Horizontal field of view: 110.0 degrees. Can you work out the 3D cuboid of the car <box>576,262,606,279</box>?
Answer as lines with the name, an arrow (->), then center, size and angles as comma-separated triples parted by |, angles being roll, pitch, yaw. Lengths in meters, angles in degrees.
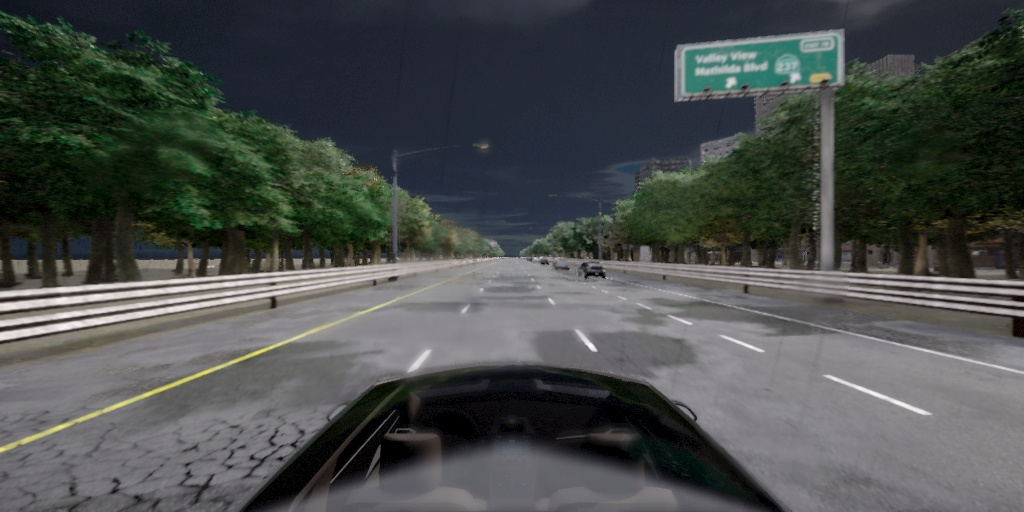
car -> 6.999, 1.272, 32.000 | 1.837, 1.490, 4.892 | 0, 0, 0

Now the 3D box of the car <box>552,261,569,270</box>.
car -> 6.997, 1.334, 51.928 | 1.994, 1.385, 4.181 | 0, 0, 0
